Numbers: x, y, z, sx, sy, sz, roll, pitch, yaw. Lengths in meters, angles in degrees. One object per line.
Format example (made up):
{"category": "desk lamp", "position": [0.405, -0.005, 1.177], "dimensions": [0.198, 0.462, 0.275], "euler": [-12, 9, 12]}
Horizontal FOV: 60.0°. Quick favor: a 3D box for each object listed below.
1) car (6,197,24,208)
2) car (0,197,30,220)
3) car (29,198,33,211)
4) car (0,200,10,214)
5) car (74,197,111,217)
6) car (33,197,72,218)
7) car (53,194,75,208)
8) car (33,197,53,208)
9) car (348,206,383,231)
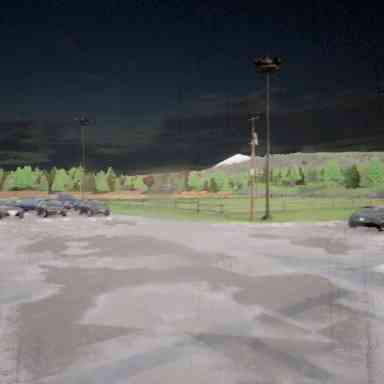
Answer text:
{"category": "car", "position": [-25.961, 1.522, 48.627], "dimensions": [1.812, 1.442, 4.674], "euler": [0, 0, -35]}
{"category": "car", "position": [-15.558, 1.490, 28.218], "dimensions": [2.128, 1.511, 4.902], "euler": [0, 0, -36]}
{"category": "car", "position": [-18.383, 1.473, 38.108], "dimensions": [1.882, 1.535, 5.008], "euler": [0, 0, -36]}
{"category": "car", "position": [-20.960, 1.600, 35.688], "dimensions": [1.895, 1.301, 4.718], "euler": [0, 0, -36]}
{"category": "car", "position": [-9.315, 1.497, 31.540], "dimensions": [1.837, 1.490, 4.892], "euler": [0, 0, -36]}
{"category": "car", "position": [-12.881, 1.500, 30.494], "dimensions": [1.837, 1.490, 4.892], "euler": [0, 0, -36]}
{"category": "car", "position": [-15.084, 1.214, 39.522], "dimensions": [2.150, 2.045, 5.566], "euler": [0, 0, -35]}
{"category": "car", "position": [-22.051, 1.519, 49.197], "dimensions": [1.812, 1.442, 4.674], "euler": [0, 0, -36]}
{"category": "car", "position": [11.535, 1.546, 20.573], "dimensions": [4.181, 1.385, 1.994], "euler": [0, 0, -36]}
